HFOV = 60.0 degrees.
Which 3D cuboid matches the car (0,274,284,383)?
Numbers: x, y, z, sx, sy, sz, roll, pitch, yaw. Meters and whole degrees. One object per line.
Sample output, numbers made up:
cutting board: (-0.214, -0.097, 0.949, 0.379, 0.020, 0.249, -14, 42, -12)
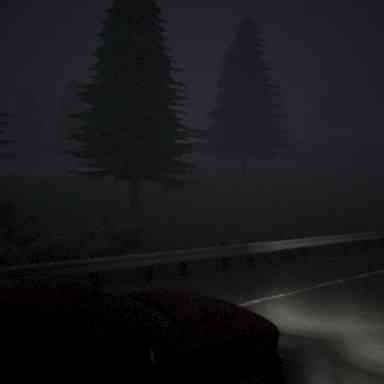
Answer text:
car: (-1.344, 1.476, 2.733, 5.008, 1.535, 1.882, 0, 0, -35)
